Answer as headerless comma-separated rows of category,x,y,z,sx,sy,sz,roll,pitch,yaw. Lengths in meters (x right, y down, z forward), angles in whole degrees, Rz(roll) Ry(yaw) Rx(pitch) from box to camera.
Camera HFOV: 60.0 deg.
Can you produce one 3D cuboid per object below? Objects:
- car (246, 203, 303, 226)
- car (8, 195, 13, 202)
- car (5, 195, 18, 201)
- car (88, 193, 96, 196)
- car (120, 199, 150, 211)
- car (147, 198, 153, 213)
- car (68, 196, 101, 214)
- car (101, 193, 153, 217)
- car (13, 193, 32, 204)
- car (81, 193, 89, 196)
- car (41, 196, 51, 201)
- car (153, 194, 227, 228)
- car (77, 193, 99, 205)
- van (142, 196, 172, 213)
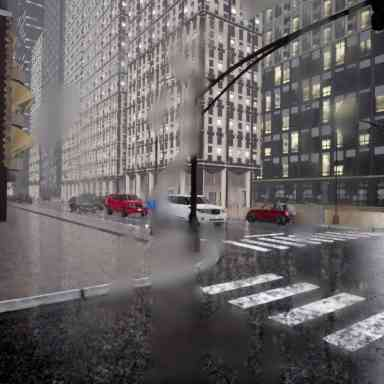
car,5.784,1.505,23.956,1.967,1.590,4.097,1,-1,-35
car,-37.028,1.396,69.762,1.947,1.339,4.313,1,-1,-35
car,-40.298,1.377,74.368,2.008,1.369,4.403,1,-1,-35
car,-14.411,1.380,53.123,2.097,1.767,4.553,1,-1,-35
car,-7.301,1.584,42.376,2.008,1.369,4.403,1,-1,-35
car,-1.692,1.548,30.002,2.033,1.411,5.357,1,-1,-35
car,-10.862,1.427,32.920,2.008,1.369,4.403,1,-1,-35
car,-6.069,1.155,30.649,2.150,2.045,5.566,1,-1,-35
car,-30.482,1.155,60.554,2.192,1.841,5.009,1,-1,-35
car,-18.704,1.442,53.961,1.882,1.535,5.008,1,0,-35
car,-36.738,1.570,83.824,1.802,1.307,4.206,1,-1,-35
car,-0.095,1.170,22.241,2.150,2.045,5.566,1,-1,-35
car,-18.502,1.248,58.877,2.150,2.045,5.566,1,-1,-35
van,-4.027,1.382,37.773,1.690,1.788,3.998,1,-1,-35
